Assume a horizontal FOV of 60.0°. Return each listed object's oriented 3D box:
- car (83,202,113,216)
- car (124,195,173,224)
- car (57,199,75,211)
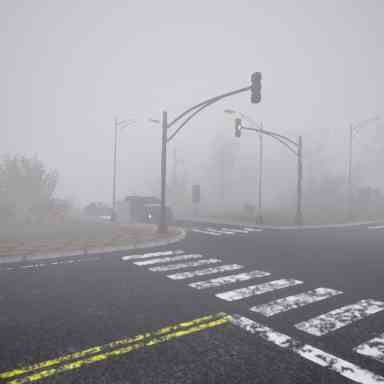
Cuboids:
[{"bbox_3d":[-9.495,1.699,33.779,1.994,1.385,4.181,2,-2,-37],"label":"car"},{"bbox_3d":[-3.606,1.300,25.818,2.150,2.045,5.566,2,-2,-35],"label":"car"},{"bbox_3d":[-17.178,1.697,44.765,1.882,1.535,5.008,2,-1,-34],"label":"car"}]
